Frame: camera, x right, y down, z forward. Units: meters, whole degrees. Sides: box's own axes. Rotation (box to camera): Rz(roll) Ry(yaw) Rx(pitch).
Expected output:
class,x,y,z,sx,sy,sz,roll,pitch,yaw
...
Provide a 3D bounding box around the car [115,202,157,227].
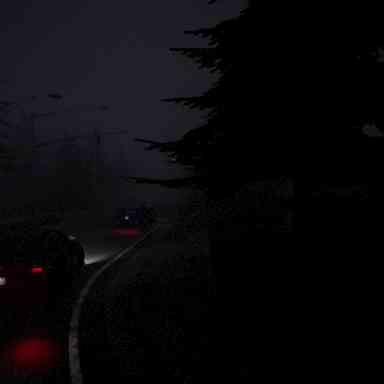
class,x,y,z,sx,sy,sz,roll,pitch,yaw
car,-3.681,1.400,22.458,1.882,1.535,5.008,0,0,5

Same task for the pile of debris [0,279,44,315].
class,x,y,z,sx,sy,sz,roll,pitch,yaw
pile of debris,-4.083,2.143,6.847,1.500,0.140,1.860,0,0,-10

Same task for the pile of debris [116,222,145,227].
class,x,y,z,sx,sy,sz,roll,pitch,yaw
pile of debris,-3.924,2.101,21.454,1.500,0.140,1.860,0,0,2

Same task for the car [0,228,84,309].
class,x,y,z,sx,sy,sz,roll,pitch,yaw
car,-3.775,1.523,7.731,1.994,1.385,4.181,0,0,-11

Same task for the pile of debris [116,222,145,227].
class,x,y,z,sx,sy,sz,roll,pitch,yaw
pile of debris,-3.924,2.101,21.454,1.500,0.140,1.860,0,0,2
